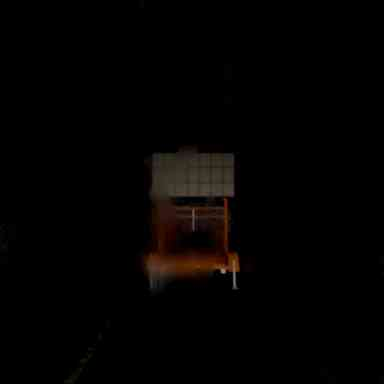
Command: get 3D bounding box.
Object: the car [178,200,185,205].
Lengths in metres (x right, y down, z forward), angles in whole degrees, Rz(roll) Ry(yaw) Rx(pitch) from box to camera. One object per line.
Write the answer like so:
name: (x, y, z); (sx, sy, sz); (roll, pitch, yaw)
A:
car: (-2.646, 2.692, 85.284); (1.812, 1.442, 4.674); (0, -1, 0)

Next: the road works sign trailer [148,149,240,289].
road works sign trailer: (0.043, 0.578, 9.490); (2.380, 3.560, 2.880); (0, -1, 0)
